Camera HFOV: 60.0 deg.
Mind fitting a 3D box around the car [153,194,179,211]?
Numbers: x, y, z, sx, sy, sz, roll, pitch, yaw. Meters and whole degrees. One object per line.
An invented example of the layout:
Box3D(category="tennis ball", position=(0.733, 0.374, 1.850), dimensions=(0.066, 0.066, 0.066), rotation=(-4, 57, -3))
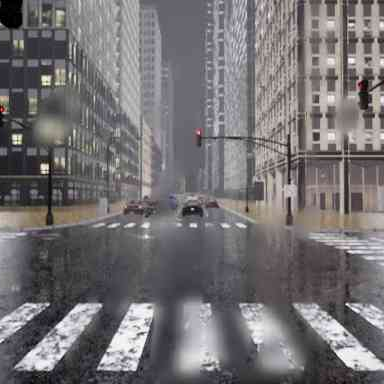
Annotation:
Box3D(category="car", position=(-3.103, 1.235, 40.381), dimensions=(2.150, 2.045, 5.566), rotation=(0, 0, 0))

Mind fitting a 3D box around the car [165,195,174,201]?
Box3D(category="car", position=(-5.692, 1.574, 83.848), dimensions=(1.887, 1.381, 4.507), rotation=(1, 0, 0))

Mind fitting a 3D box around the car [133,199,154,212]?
Box3D(category="car", position=(-5.685, 1.595, 39.247), dimensions=(1.802, 1.307, 4.206), rotation=(1, 0, 0))

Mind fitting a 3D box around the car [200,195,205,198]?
Box3D(category="car", position=(2.694, 1.544, 56.211), dimensions=(1.752, 1.417, 4.829), rotation=(1, 0, 0))

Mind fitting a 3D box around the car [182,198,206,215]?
Box3D(category="car", position=(0.057, 1.575, 33.399), dimensions=(1.994, 1.385, 4.181), rotation=(0, 0, 0))

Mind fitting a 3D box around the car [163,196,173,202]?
Box3D(category="car", position=(-5.691, 1.577, 78.273), dimensions=(2.008, 1.369, 4.403), rotation=(1, 0, 0))

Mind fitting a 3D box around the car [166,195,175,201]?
Box3D(category="car", position=(-5.693, 1.582, 89.423), dimensions=(2.008, 1.369, 4.403), rotation=(1, 0, 0))

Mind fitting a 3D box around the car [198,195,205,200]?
Box3D(category="car", position=(2.686, 1.578, 95.081), dimensions=(1.887, 1.381, 4.507), rotation=(1, 0, 0))

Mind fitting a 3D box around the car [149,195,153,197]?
Box3D(category="car", position=(-5.680, 1.330, 44.822), dimensions=(2.192, 1.841, 5.009), rotation=(1, 0, 0))

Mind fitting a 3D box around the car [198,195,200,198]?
Box3D(category="car", position=(2.692, 1.587, 61.618), dimensions=(1.947, 1.339, 4.313), rotation=(1, 0, 0))

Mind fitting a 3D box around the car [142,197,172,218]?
Box3D(category="car", position=(-3.106, 1.514, 30.354), dimensions=(1.837, 1.490, 4.892), rotation=(0, 0, 0))

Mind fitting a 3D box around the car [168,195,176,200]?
Box3D(category="car", position=(-5.695, 1.600, 94.998), dimensions=(1.947, 1.339, 4.313), rotation=(1, 0, 0))

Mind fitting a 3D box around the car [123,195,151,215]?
Box3D(category="car", position=(-5.681, 1.451, 33.671), dimensions=(1.967, 1.590, 4.097), rotation=(1, 0, 0))

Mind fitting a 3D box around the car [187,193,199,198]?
Box3D(category="car", position=(0.074, 1.246, 70.479), dimensions=(2.150, 2.045, 5.566), rotation=(0, 0, 0))

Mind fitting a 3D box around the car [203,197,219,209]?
Box3D(category="car", position=(2.694, 1.597, 44.885), dimensions=(1.802, 1.307, 4.206), rotation=(1, 0, 0))

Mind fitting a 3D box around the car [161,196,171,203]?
Box3D(category="car", position=(-5.690, 1.569, 72.697), dimensions=(1.887, 1.381, 4.507), rotation=(1, 0, 0))

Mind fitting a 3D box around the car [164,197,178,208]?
Box3D(category="car", position=(-3.097, 1.522, 50.789), dimensions=(1.837, 1.490, 4.892), rotation=(0, 0, 0))
